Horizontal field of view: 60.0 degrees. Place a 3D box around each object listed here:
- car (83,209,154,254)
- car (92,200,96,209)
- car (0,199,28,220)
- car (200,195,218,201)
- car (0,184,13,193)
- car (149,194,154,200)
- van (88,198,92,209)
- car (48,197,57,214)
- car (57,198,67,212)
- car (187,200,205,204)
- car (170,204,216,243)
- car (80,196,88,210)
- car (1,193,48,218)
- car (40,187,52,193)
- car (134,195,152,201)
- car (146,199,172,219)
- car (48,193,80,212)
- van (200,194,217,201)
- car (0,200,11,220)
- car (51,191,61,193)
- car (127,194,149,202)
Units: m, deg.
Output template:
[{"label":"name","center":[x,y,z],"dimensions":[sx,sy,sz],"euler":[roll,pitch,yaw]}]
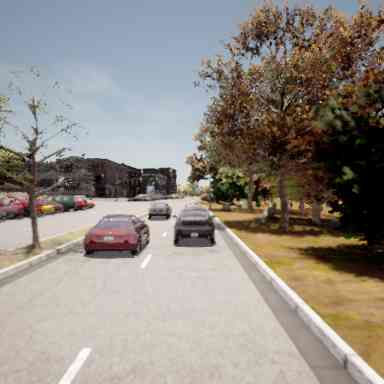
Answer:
[{"label":"car","center":[-2.893,1.592,13.554],"dimensions":[1.994,1.385,4.181],"euler":[0,0,0]},{"label":"car","center":[-16.608,1.642,49.071],"dimensions":[4.553,1.767,2.185],"euler":[-1,0,-19]},{"label":"car","center":[-16.808,1.634,28.003],"dimensions":[4.792,1.488,2.163],"euler":[-1,0,-20]},{"label":"car","center":[4.699,1.645,92.436],"dimensions":[4.553,1.767,2.185],"euler":[1,-1,-14]},{"label":"car","center":[-43.170,-0.577,77.878],"dimensions":[2.231,1.521,4.892],"euler":[6,-3,-19]},{"label":"car","center":[-13.768,1.803,89.868],"dimensions":[5.366,1.575,1.946],"euler":[-1,-1,-15]},{"label":"van","center":[-16.584,1.517,46.094],"dimensions":[4.442,1.987,1.878],"euler":[-1,-1,-19]},{"label":"car","center":[-16.946,1.649,33.956],"dimensions":[5.366,1.575,1.946],"euler":[-1,0,-20]},{"label":"car","center":[-16.755,1.713,37.023],"dimensions":[4.674,1.452,2.002],"euler":[-1,0,-20]},{"label":"car","center":[0.128,1.761,34.252],"dimensions":[1.895,1.301,4.718],"euler":[0,0,0]},{"label":"car","center":[0.108,1.547,16.309],"dimensions":[1.837,1.490,4.892],"euler":[0,0,0]},{"label":"car","center":[-16.701,1.469,43.058],"dimensions":[5.566,2.045,2.435],"euler":[-1,-1,-20]},{"label":"car","center":[-16.807,1.376,31.008],"dimensions":[5.566,2.045,2.435],"euler":[-1,0,-20]},{"label":"car","center":[-34.132,-0.011,77.821],"dimensions":[2.435,2.045,5.566],"euler":[6,-3,-19]},{"label":"car","center":[-13.674,1.702,92.821],"dimensions":[4.553,1.767,2.185],"euler":[-1,-1,-14]},{"label":"car","center":[-2.882,1.679,30.598],"dimensions":[2.033,1.411,5.357],"euler":[0,0,0]},{"label":"car","center":[-16.774,1.446,40.021],"dimensions":[5.566,2.045,2.435],"euler":[-1,0,-20]},{"label":"van","center":[4.315,1.528,89.467],"dimensions":[4.442,1.987,1.878],"euler":[1,0,-14]},{"label":"car","center":[-16.794,1.585,25.019],"dimensions":[4.892,1.521,2.231],"euler":[-1,-1,-20]},{"label":"car","center":[-31.137,0.551,77.757],"dimensions":[2.002,1.452,4.674],"euler":[6,-3,-19]},{"label":"car","center":[-14.414,1.828,86.876],"dimensions":[4.792,1.488,2.163],"euler":[-1,0,-15]}]
